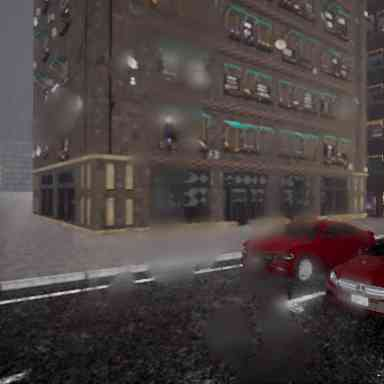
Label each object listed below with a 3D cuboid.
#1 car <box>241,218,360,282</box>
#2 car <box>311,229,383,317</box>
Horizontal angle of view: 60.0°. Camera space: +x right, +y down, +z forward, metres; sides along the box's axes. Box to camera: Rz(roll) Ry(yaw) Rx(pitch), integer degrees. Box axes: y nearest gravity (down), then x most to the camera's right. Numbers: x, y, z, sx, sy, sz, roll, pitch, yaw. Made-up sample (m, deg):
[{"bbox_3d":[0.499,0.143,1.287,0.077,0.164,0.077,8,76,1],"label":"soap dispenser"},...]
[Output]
[{"bbox_3d":[3.732,1.611,10.336,5.008,1.535,1.882,1,-1,-35],"label":"car"},{"bbox_3d":[4.799,1.644,7.106,4.674,1.442,1.812,1,-1,-35],"label":"car"}]
